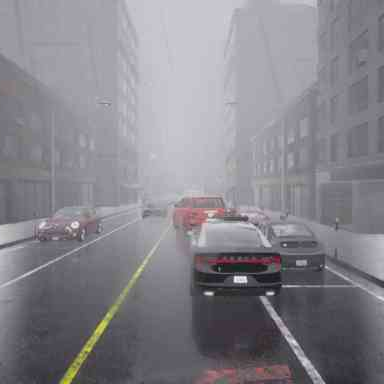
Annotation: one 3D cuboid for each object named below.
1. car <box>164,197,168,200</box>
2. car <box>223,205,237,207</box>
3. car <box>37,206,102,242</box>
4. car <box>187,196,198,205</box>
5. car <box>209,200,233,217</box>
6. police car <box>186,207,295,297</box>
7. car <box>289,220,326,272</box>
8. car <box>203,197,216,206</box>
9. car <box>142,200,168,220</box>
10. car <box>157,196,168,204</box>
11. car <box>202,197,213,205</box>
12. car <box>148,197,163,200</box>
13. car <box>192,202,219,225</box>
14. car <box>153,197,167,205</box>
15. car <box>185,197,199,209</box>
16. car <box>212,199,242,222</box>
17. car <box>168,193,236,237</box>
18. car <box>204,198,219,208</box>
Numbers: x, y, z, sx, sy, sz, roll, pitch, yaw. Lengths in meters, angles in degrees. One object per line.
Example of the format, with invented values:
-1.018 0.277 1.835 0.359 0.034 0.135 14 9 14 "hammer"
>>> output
-2.988 1.579 53.525 1.994 1.385 4.181 0 0 0 "car"
2.756 1.544 16.057 1.887 1.381 4.507 -1 0 0 "car"
-5.771 1.439 16.059 1.967 1.590 4.097 -1 0 0 "car"
0.014 1.498 59.493 1.882 1.535 5.008 0 0 0 "car"
2.760 1.548 32.572 1.887 1.381 4.507 -1 0 0 "car"
0.901 1.424 8.763 1.930 1.638 5.238 0 0 0 "police car"
2.754 1.549 10.551 2.008 1.369 4.403 -1 0 0 "car"
2.765 1.561 54.593 1.887 1.381 4.507 -1 0 0 "car"
-3.100 1.603 28.470 1.895 1.301 4.718 0 0 0 "car"
-5.758 1.570 65.606 1.887 1.381 4.507 -1 0 0 "car"
2.766 1.565 60.098 1.887 1.381 4.507 -1 0 0 "car"
-5.763 1.453 49.090 1.967 1.590 4.097 -1 0 0 "car"
0.906 1.527 24.655 1.812 1.442 4.674 0 0 0 "car"
-5.759 1.571 60.100 2.008 1.369 4.403 -1 0 0 "car"
0.030 1.516 46.849 1.837 1.490 4.892 0 0 1 "car"
2.757 1.442 27.067 1.967 1.590 4.097 -1 0 0 "car"
0.339 1.210 18.445 2.150 2.045 5.566 -1 0 -12 "car"
2.764 1.578 49.088 1.947 1.339 4.313 -1 0 0 "car"
